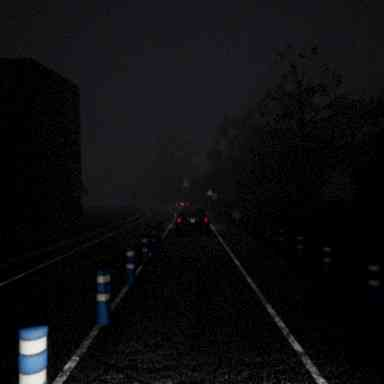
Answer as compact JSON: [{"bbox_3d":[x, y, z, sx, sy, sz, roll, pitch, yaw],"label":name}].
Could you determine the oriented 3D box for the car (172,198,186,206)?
[{"bbox_3d":[-1.792,1.810,50.191,2.097,1.767,4.553,-1,1,-10],"label":"car"}]

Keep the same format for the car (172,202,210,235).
[{"bbox_3d":[0.041,1.731,21.498,2.097,1.767,4.553,0,-1,0],"label":"car"}]
